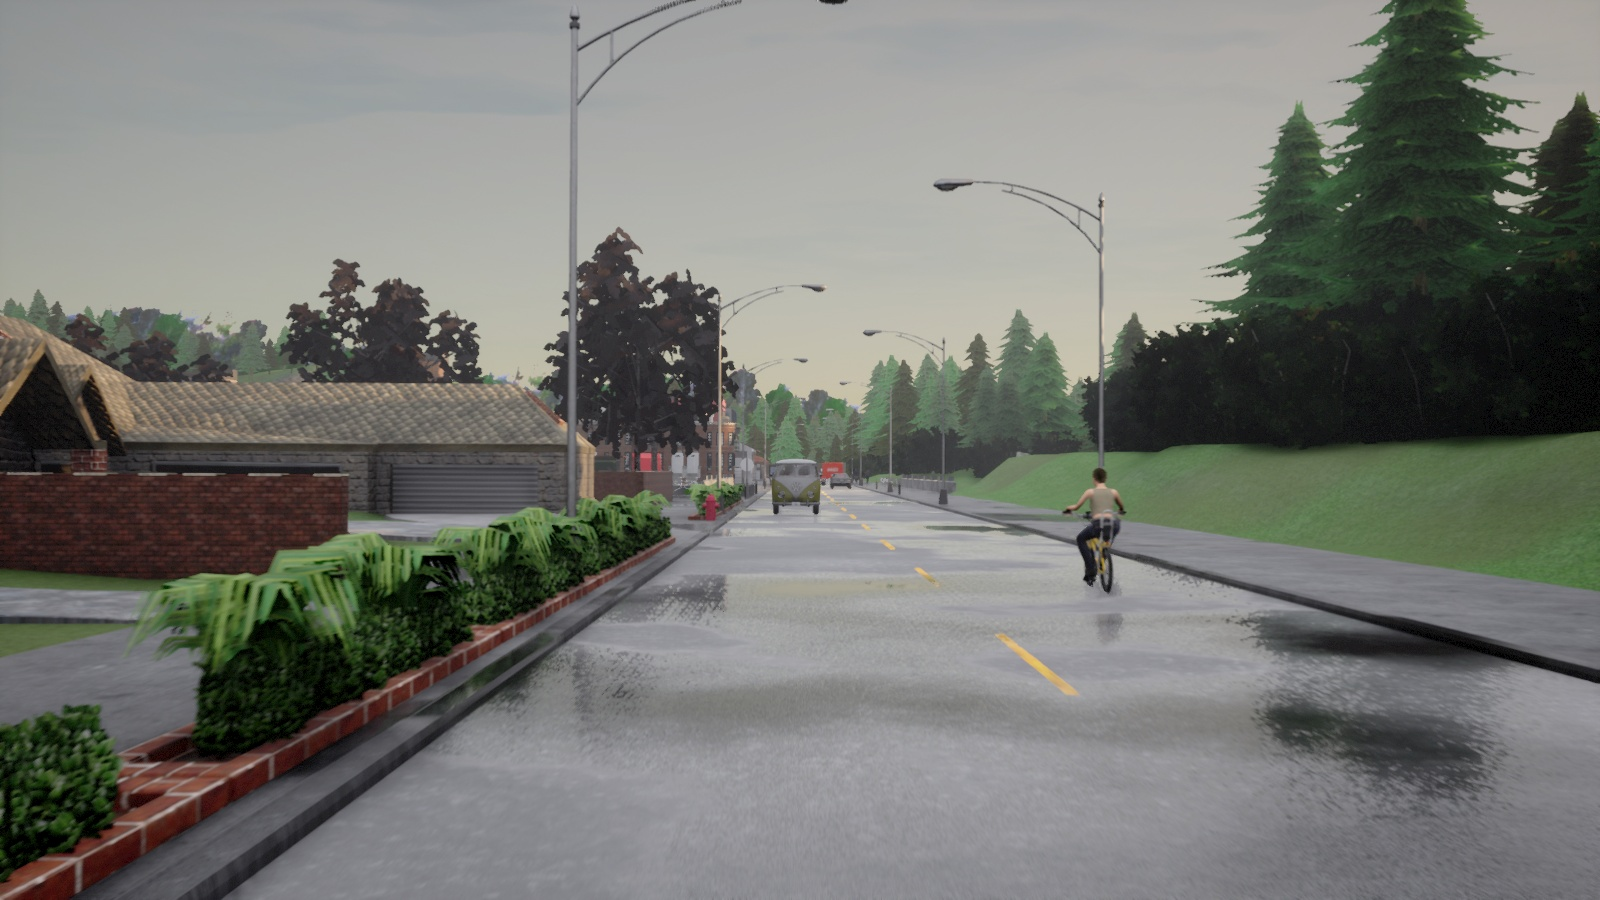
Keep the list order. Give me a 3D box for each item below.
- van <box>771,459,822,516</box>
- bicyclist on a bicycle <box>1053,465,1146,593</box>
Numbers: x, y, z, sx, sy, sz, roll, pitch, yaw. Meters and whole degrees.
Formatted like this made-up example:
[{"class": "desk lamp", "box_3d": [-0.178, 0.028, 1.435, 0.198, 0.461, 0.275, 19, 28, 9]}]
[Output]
[{"class": "van", "box_3d": [-0.132, 1.338, 46.016, 1.775, 1.987, 4.442, 0, -1, 0]}, {"class": "bicyclist on a bicycle", "box_3d": [3.955, 1.015, 16.718, 0.866, 1.612, 1.509, 0, -1, 0]}]
